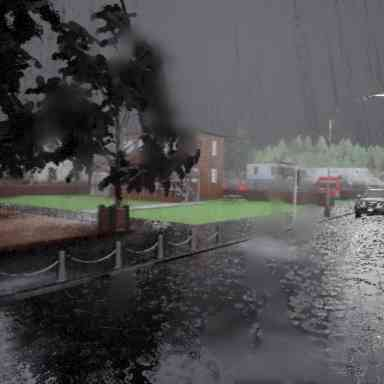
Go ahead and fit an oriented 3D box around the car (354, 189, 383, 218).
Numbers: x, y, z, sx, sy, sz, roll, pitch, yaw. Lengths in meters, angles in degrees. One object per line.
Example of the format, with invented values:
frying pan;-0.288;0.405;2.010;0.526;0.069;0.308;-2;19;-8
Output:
car;13.350;0.790;23.817;2.150;2.045;5.566;2;2;39
